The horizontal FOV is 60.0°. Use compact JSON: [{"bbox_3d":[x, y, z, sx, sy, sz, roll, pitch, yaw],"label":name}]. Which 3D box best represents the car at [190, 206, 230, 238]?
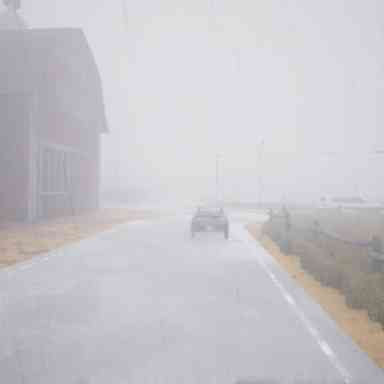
[{"bbox_3d":[0.964,1.464,17.580,2.128,1.511,4.902,1,0,4],"label":"car"}]

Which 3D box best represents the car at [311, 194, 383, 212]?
[{"bbox_3d":[13.907,1.306,29.293,5.566,2.045,2.150,1,0,7],"label":"car"}]

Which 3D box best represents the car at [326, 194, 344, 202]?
[{"bbox_3d":[35.961,1.517,83.799,3.866,1.878,1.905,1,0,6],"label":"car"}]

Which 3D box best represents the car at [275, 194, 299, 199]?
[{"bbox_3d":[21.765,1.385,74.969,4.605,1.855,1.932,1,0,6],"label":"car"}]
